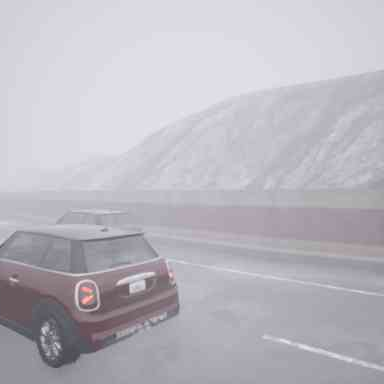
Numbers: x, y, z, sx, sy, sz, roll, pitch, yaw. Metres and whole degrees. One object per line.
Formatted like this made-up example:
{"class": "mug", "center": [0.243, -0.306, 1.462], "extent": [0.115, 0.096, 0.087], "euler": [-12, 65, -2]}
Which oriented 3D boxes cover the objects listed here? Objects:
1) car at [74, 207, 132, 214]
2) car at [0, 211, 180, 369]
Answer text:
{"class": "car", "center": [-3.629, 1.378, 11.494], "extent": [4.553, 1.767, 2.097], "euler": [0, 0, 40]}
{"class": "car", "center": [-2.455, 1.365, 6.036], "extent": [4.553, 1.767, 2.097], "euler": [0, 0, 38]}
